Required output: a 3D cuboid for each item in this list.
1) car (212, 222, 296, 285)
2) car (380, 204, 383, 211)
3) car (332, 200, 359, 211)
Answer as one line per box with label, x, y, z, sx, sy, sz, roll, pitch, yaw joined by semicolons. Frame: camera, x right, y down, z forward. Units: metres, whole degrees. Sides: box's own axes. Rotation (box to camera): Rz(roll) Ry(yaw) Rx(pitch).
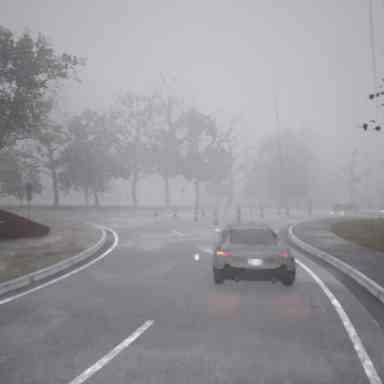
car;1.598;1.544;9.503;1.994;1.385;4.181;0;0;5
car;33.976;2.464;56.787;4.902;1.511;2.128;2;-1;-37
car;22.131;1.919;47.817;5.008;1.535;1.882;2;-1;-37
